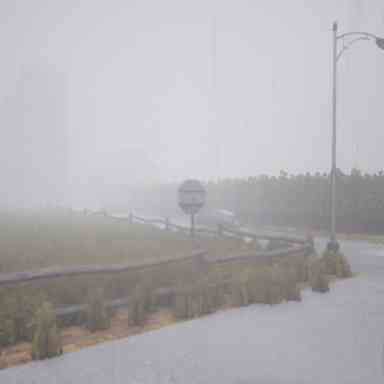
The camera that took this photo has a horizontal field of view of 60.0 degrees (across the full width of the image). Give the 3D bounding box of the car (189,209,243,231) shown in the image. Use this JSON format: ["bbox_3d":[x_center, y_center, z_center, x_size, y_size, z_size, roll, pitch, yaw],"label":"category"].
[{"bbox_3d":[1.668,1.936,24.040,1.812,1.442,4.674,1,-1,-36],"label":"car"}]

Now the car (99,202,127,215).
[{"bbox_3d":[-9.375,1.958,39.362,1.837,1.490,4.892,1,-1,-36],"label":"car"}]

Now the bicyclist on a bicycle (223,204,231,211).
[{"bbox_3d":[2.820,1.794,27.915,1.656,1.620,0.582,1,-1,-36],"label":"bicyclist on a bicycle"}]
